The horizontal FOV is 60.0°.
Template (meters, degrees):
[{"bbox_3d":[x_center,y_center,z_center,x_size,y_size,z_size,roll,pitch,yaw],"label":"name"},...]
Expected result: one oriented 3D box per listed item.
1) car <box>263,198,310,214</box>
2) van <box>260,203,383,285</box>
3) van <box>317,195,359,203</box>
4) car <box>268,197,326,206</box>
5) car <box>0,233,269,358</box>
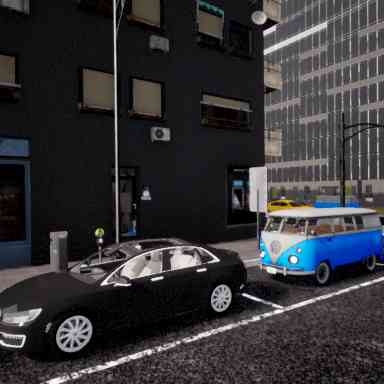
[{"bbox_3d":[9.655,1.400,34.292,1.947,1.339,4.313,-1,1,-35],"label":"car"},{"bbox_3d":[3.599,1.339,9.137,3.998,1.788,1.690,0,-1,-35],"label":"van"},{"bbox_3d":[12.832,1.201,29.774,1.690,1.788,3.998,-1,1,-35],"label":"van"},{"bbox_3d":[7.808,1.416,26.845,1.882,1.535,5.008,-1,1,-35],"label":"car"},{"bbox_3d":[-0.961,1.550,5.884,4.403,1.369,2.008,0,-1,-35],"label":"car"}]
